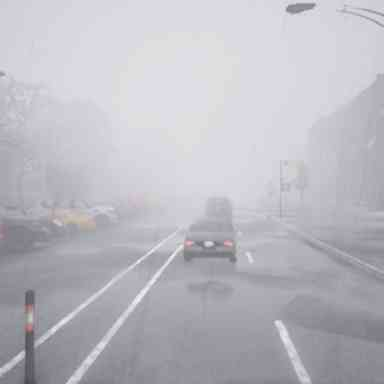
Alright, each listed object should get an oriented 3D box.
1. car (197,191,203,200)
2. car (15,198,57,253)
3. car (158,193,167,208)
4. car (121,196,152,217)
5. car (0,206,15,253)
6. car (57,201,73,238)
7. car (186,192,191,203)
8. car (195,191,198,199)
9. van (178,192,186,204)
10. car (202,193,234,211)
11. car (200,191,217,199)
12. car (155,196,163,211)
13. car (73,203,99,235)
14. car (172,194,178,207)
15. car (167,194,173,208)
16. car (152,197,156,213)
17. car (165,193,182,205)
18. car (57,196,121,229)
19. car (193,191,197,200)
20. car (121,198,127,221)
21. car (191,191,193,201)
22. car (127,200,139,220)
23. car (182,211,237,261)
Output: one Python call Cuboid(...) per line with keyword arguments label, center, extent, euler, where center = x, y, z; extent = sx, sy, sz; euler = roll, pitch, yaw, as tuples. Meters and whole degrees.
Cuboid(label="car", center=(-0.814, 1.049, 72.278), extent=(4.892, 1.521, 2.231), euler=(-1, 0, -10))
Cuboid(label="car", center=(-8.703, 1.370, 13.393), extent=(5.566, 2.045, 2.435), euler=(-1, -1, -15))
Cuboid(label="car", center=(-5.772, 1.415, 39.968), extent=(4.553, 1.767, 2.185), euler=(-1, 1, -13))
Cuboid(label="car", center=(-6.875, 1.405, 31.109), extent=(5.566, 2.045, 2.435), euler=(-1, 1, -13))
Cuboid(label="car", center=(-9.029, 1.343, 10.408), extent=(5.566, 2.045, 2.435), euler=(-1, 0, -15))
Cuboid(label="car", center=(-8.475, 1.524, 16.329), extent=(4.553, 1.767, 2.185), euler=(-1, -1, -15))
Cuboid(label="car", center=(-3.231, 1.261, 57.622), extent=(5.008, 1.535, 2.097), euler=(-1, 0, -11))
Cuboid(label="car", center=(-1.777, 1.160, 66.423), extent=(4.792, 1.488, 2.163), euler=(-1, 0, -11))
Cuboid(label="van", center=(-3.791, 1.083, 54.648), extent=(4.442, 1.987, 1.878), euler=(-1, 1, -12))
Cuboid(label="car", center=(2.320, 1.397, 27.760), extent=(2.150, 2.045, 5.566), euler=(0, 1, 7))
Cuboid(label="car", center=(3.308, 1.150, 64.837), extent=(1.837, 1.490, 4.892), euler=(0, 1, 10))
Cuboid(label="car", center=(-6.115, 1.586, 37.023), extent=(5.008, 1.535, 2.097), euler=(-1, 1, -13))
Cuboid(label="car", center=(-8.327, 1.670, 19.236), extent=(5.366, 1.575, 1.946), euler=(-1, 0, -14))
Cuboid(label="car", center=(-4.941, 1.446, 45.857), extent=(5.008, 1.535, 2.097), euler=(-1, 1, -12))
Cuboid(label="car", center=(-5.531, 1.494, 42.875), extent=(5.366, 1.575, 1.946), euler=(-1, 1, -12))
Cuboid(label="car", center=(-6.496, 1.627, 34.078), extent=(4.892, 1.521, 2.231), euler=(-1, 0, -13))
Cuboid(label="car", center=(-4.542, 1.400, 48.808), extent=(5.008, 1.535, 2.097), euler=(-1, 1, -12))
Cuboid(label="car", center=(-7.816, 1.431, 22.265), extent=(5.566, 2.045, 2.435), euler=(-1, -1, -14))
Cuboid(label="car", center=(-2.286, 1.173, 63.483), extent=(5.008, 1.535, 2.097), euler=(-1, 1, -11))
Cuboid(label="car", center=(-7.492, 1.558, 25.218), extent=(4.553, 1.767, 2.185), euler=(-1, 0, -14))
Cuboid(label="car", center=(-2.733, 1.091, 60.550), extent=(4.553, 1.767, 2.185), euler=(-1, 1, -11))
Cuboid(label="car", center=(-7.215, 1.705, 28.156), extent=(4.792, 1.488, 2.163), euler=(-1, 0, -14))
Cuboid(label="car", center=(0.758, 1.672, 12.795), extent=(2.033, 1.411, 5.357), euler=(0, -1, 5))
